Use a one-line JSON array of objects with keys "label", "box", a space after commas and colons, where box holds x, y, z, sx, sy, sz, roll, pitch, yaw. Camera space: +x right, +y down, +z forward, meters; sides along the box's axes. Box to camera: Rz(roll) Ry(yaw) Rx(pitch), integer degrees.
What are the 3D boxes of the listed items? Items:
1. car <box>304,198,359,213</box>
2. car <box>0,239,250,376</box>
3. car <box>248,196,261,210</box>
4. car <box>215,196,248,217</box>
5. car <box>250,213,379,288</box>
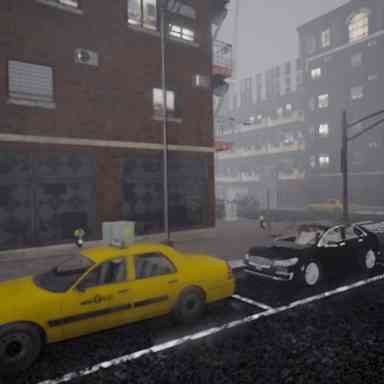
[{"label": "car", "box": [12.610, 1.226, 30.347, 1.752, 1.417, 4.829, -2, 1, -35]}, {"label": "car", "box": [-1.461, 1.507, 5.522, 4.829, 1.417, 1.752, -1, 0, -35]}, {"label": "car", "box": [6.314, 1.171, 39.243, 1.967, 1.590, 4.097, -2, 1, -35]}, {"label": "car", "box": [2.670, 1.364, 29.888, 1.967, 1.590, 4.097, -2, 1, -35]}, {"label": "car", "box": [3.308, 1.473, 8.883, 4.403, 1.369, 2.008, -1, 0, -35]}]
